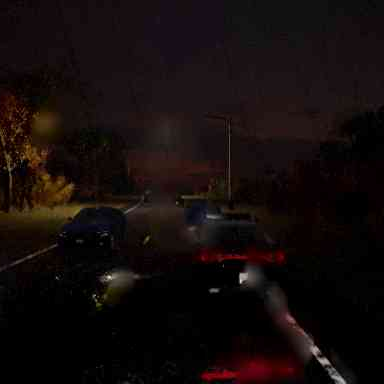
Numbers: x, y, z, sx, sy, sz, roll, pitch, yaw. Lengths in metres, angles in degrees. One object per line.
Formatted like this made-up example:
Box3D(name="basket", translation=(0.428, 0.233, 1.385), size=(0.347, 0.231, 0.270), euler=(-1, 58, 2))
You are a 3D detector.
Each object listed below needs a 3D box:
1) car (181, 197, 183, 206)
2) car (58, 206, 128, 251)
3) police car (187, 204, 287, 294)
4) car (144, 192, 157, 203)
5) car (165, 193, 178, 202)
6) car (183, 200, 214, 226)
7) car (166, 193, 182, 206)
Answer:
Box3D(name="car", translation=(0.363, 1.316, 24.749), size=(1.812, 1.442, 4.674), euler=(0, 0, -3))
Box3D(name="car", translation=(-3.861, 1.364, 13.692), size=(1.882, 1.535, 5.008), euler=(0, 0, -2))
Box3D(name="police car", translation=(0.949, 1.353, 8.780), size=(1.930, 1.638, 5.238), euler=(0, 0, -1))
Box3D(name="car", translation=(-6.857, 1.094, 55.242), size=(1.994, 1.385, 4.181), euler=(0, 0, -6))
Box3D(name="car", translation=(-3.705, 0.981, 59.641), size=(2.128, 1.511, 4.902), euler=(0, 1, -8))
Box3D(name="car", translation=(0.645, 1.322, 18.721), size=(1.882, 1.535, 5.008), euler=(0, 0, -2))
Box3D(name="car", translation=(-2.191, 1.119, 45.625), size=(1.837, 1.490, 4.892), euler=(0, 0, -5))
